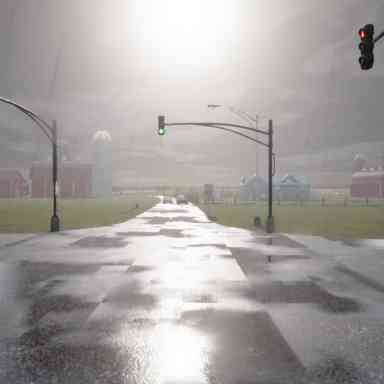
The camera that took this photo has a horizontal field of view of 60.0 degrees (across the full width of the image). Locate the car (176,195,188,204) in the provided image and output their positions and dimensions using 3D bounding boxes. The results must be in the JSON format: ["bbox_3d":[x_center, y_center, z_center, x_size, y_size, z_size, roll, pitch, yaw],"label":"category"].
[{"bbox_3d":[-1.797,1.622,61.760,1.895,1.301,4.718,0,0,-3],"label":"car"}]

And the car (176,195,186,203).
[{"bbox_3d":[-2.423,1.447,71.743,1.837,1.490,4.892,0,0,-4],"label":"car"}]

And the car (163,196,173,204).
[{"bbox_3d":[-4.790,1.556,65.757,1.812,1.442,4.674,0,0,-3],"label":"car"}]
